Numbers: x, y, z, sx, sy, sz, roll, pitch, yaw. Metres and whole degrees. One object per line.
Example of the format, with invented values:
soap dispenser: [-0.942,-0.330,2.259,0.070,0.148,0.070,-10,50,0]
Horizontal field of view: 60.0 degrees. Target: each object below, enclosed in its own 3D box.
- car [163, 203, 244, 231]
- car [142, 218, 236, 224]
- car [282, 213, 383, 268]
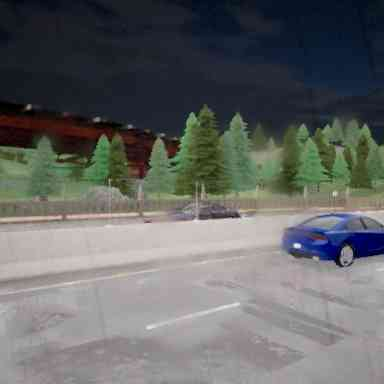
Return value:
car: [0.764,1.489,21.024,4.892,1.490,1.837,0,0,-30]
car: [-0.140,1.590,16.483,4.718,1.301,1.895,0,0,-32]
car: [5.288,1.465,11.290,5.008,1.535,1.882,0,0,-31]
